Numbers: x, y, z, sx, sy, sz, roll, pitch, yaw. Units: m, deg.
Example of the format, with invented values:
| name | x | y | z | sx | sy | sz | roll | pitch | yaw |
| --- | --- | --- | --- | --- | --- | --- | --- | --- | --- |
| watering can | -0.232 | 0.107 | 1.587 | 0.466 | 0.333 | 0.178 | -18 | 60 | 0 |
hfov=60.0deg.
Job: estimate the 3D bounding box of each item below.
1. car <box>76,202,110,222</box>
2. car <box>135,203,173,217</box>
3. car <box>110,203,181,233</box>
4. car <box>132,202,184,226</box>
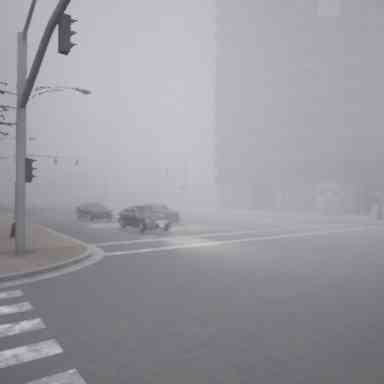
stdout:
| name | x | y | z | sx | sy | sz | roll | pitch | yaw |
| --- | --- | --- | --- | --- | --- | --- | --- | --- | --- |
| car | -8.374 | 1.623 | 28.355 | 1.882 | 1.535 | 5.008 | 1 | 0 | -35 |
| car | -4.020 | 1.814 | 34.585 | 1.895 | 1.301 | 4.718 | 1 | 0 | -36 |
| car | -3.036 | 1.636 | 20.744 | 2.128 | 1.511 | 4.902 | 1 | 0 | -34 |
| car | -2.802 | 1.656 | 26.535 | 1.882 | 1.535 | 5.008 | 1 | 0 | -35 |
